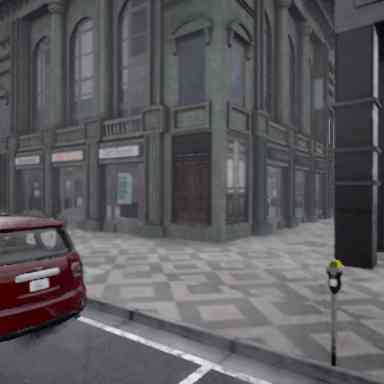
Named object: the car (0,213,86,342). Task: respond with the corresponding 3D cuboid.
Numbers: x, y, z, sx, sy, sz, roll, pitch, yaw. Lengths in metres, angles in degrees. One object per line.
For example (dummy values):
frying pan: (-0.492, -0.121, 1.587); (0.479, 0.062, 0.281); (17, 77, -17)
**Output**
car: (-3.960, 1.305, 5.782); (5.009, 1.841, 2.192); (0, 0, 35)
